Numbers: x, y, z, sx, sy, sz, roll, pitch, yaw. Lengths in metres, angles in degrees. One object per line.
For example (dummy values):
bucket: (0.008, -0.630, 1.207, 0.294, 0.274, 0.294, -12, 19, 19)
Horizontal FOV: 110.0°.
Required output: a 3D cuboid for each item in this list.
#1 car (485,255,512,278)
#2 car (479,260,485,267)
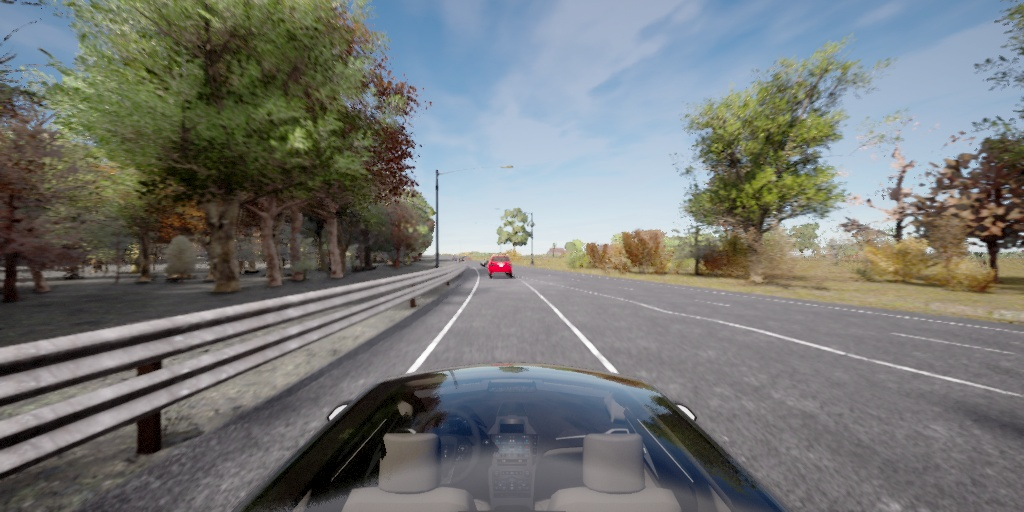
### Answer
car: (-1.245, 0.965, 34.669, 2.150, 2.045, 5.566, 0, 0, -6)
car: (-4.540, 1.275, 61.306, 1.895, 1.301, 4.718, 0, 0, -10)
